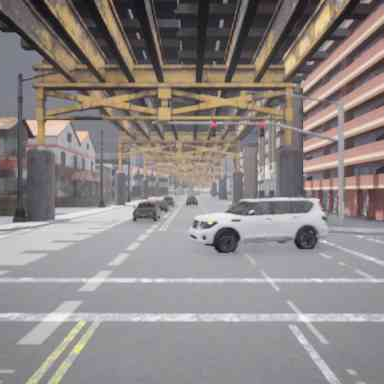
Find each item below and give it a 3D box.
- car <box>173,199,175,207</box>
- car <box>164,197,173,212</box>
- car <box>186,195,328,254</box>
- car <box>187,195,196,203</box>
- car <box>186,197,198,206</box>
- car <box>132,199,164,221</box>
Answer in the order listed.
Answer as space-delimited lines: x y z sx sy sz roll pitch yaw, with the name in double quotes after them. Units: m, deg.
-3.669 1.519 51.559 1.837 1.490 4.892 0 0 0 "car"
-3.663 1.582 38.854 2.033 1.411 5.357 0 0 0 "car"
2.716 1.235 13.480 5.566 2.045 2.150 0 -1 -14 "car"
-0.035 1.362 69.927 1.882 1.535 5.008 0 1 0 "car"
0.002 1.593 56.423 1.895 1.301 4.718 0 0 0 "car"
-3.644 1.530 27.264 1.837 1.490 4.892 0 0 0 "car"
